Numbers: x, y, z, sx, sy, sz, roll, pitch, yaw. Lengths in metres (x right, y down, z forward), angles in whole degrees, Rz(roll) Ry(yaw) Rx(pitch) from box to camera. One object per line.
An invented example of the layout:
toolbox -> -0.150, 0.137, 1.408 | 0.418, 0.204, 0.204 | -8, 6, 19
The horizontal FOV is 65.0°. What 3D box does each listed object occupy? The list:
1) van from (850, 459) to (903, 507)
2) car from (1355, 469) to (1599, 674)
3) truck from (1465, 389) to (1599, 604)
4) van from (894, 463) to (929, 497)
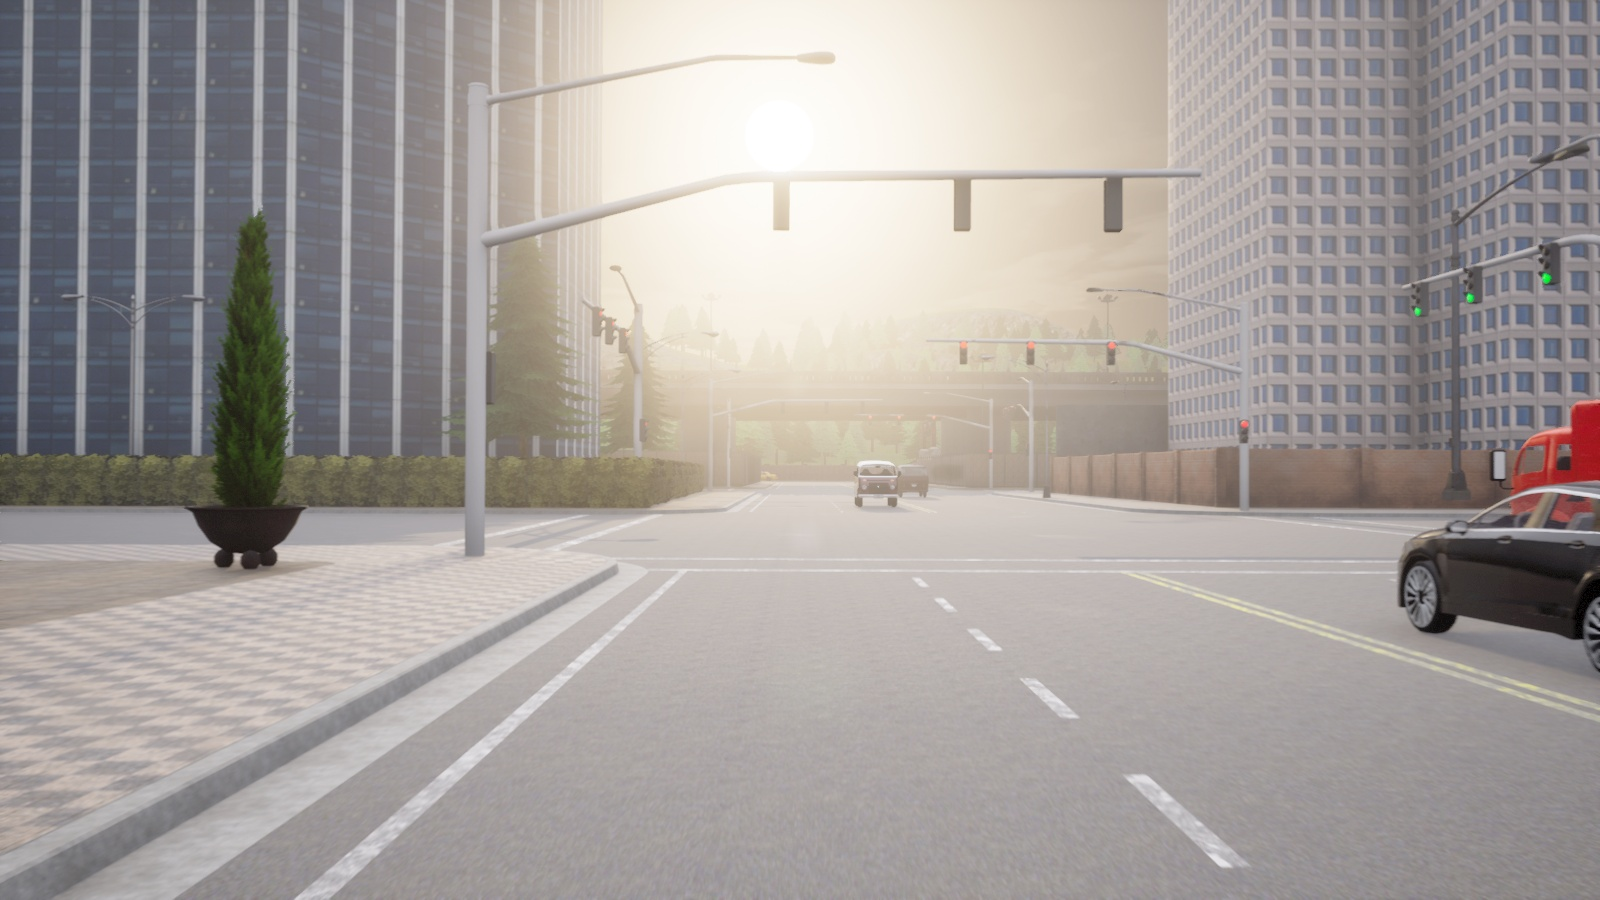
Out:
van -> 3.362, 1.464, 56.124 | 2.069, 2.038, 4.480 | 0, -1, 0
car -> 6.973, 0.925, 10.891 | 2.128, 1.511, 4.902 | 0, -1, 0
truck -> 10.463, 0.531, 14.639 | 2.627, 2.467, 5.204 | 0, -1, 0
van -> 6.811, 1.832, 77.182 | 1.775, 1.987, 4.442 | 0, -1, 0
